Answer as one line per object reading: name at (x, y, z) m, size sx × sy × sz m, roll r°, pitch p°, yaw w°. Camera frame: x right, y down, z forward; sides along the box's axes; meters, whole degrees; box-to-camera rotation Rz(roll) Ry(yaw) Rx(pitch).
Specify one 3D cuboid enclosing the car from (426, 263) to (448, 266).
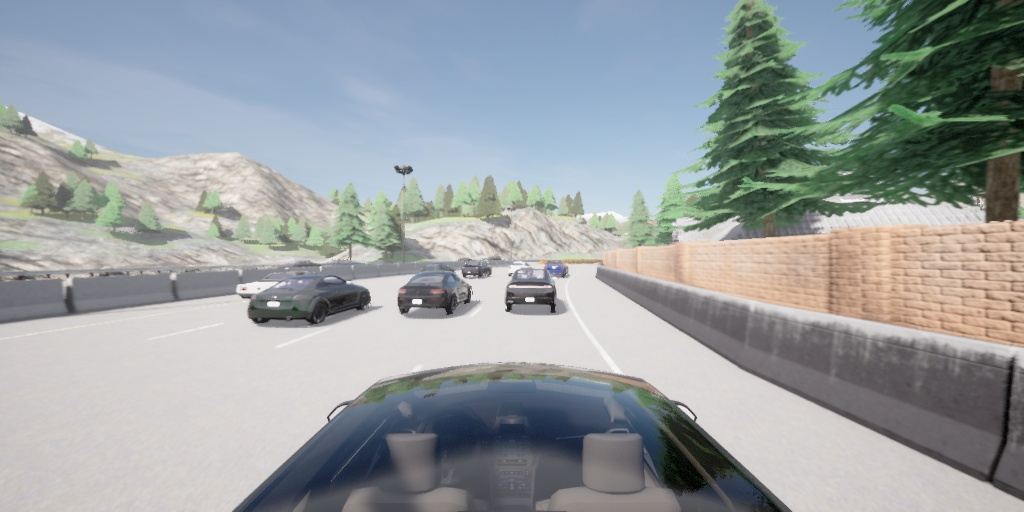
car at (-6.892, 1.297, 33.200) m, size 1.994 × 1.385 × 4.181 m, roll 0°, pitch 0°, yaw 12°

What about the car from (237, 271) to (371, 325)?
car at (-6.418, 1.297, 11.861) m, size 1.994 × 1.385 × 4.181 m, roll 0°, pitch 0°, yaw 4°

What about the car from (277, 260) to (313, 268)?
car at (-26.123, 1.227, 44.160) m, size 2.033 × 1.411 × 5.357 m, roll 0°, pitch 0°, yaw 14°

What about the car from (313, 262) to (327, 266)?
car at (-22.117, 1.184, 45.427) m, size 2.128 × 1.511 × 4.902 m, roll 0°, pitch 0°, yaw 15°

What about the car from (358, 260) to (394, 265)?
car at (-15.636, 1.235, 42.629) m, size 1.812 × 1.442 × 4.674 m, roll 0°, pitch 0°, yaw 15°

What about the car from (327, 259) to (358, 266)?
car at (-19.272, 1.263, 42.503) m, size 1.994 × 1.385 × 4.181 m, roll 0°, pitch 0°, yaw 15°

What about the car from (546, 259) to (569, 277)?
car at (4.404, 1.117, 35.483) m, size 2.097 × 1.767 × 4.553 m, roll 0°, pitch 0°, yaw 13°

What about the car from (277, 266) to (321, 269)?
car at (-9.592, 1.325, 16.165) m, size 1.895 × 1.301 × 4.718 m, roll 0°, pitch 0°, yaw 5°

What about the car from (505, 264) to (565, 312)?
car at (0.803, 1.245, 14.361) m, size 2.128 × 1.511 × 4.902 m, roll 0°, pitch 0°, yaw 5°

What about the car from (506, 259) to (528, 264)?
car at (0.856, 1.282, 35.788) m, size 1.812 × 1.442 × 4.674 m, roll 0°, pitch 0°, yaw 13°

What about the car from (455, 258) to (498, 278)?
car at (-3.236, 1.235, 33.591) m, size 2.128 × 1.511 × 4.902 m, roll 0°, pitch 0°, yaw 12°

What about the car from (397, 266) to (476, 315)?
car at (-2.786, 1.269, 13.541) m, size 1.812 × 1.442 × 4.674 m, roll 0°, pitch 0°, yaw 5°
